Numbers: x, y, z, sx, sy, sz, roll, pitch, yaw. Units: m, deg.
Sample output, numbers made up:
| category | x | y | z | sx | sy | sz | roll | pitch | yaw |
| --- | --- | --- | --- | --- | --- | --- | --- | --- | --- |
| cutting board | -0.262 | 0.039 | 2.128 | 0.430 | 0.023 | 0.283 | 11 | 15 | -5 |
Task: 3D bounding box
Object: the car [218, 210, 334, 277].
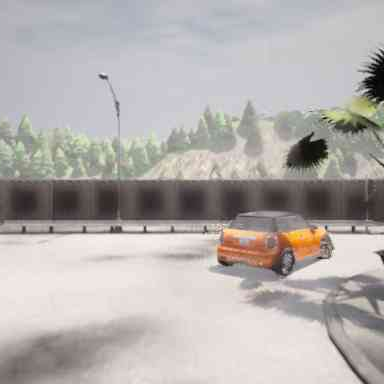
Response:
| category | x | y | z | sx | sy | sz | roll | pitch | yaw |
| --- | --- | --- | --- | --- | --- | --- | --- | --- | --- |
| car | 2.840 | 1.403 | 10.818 | 2.097 | 1.767 | 4.553 | 1 | 0 | 41 |
